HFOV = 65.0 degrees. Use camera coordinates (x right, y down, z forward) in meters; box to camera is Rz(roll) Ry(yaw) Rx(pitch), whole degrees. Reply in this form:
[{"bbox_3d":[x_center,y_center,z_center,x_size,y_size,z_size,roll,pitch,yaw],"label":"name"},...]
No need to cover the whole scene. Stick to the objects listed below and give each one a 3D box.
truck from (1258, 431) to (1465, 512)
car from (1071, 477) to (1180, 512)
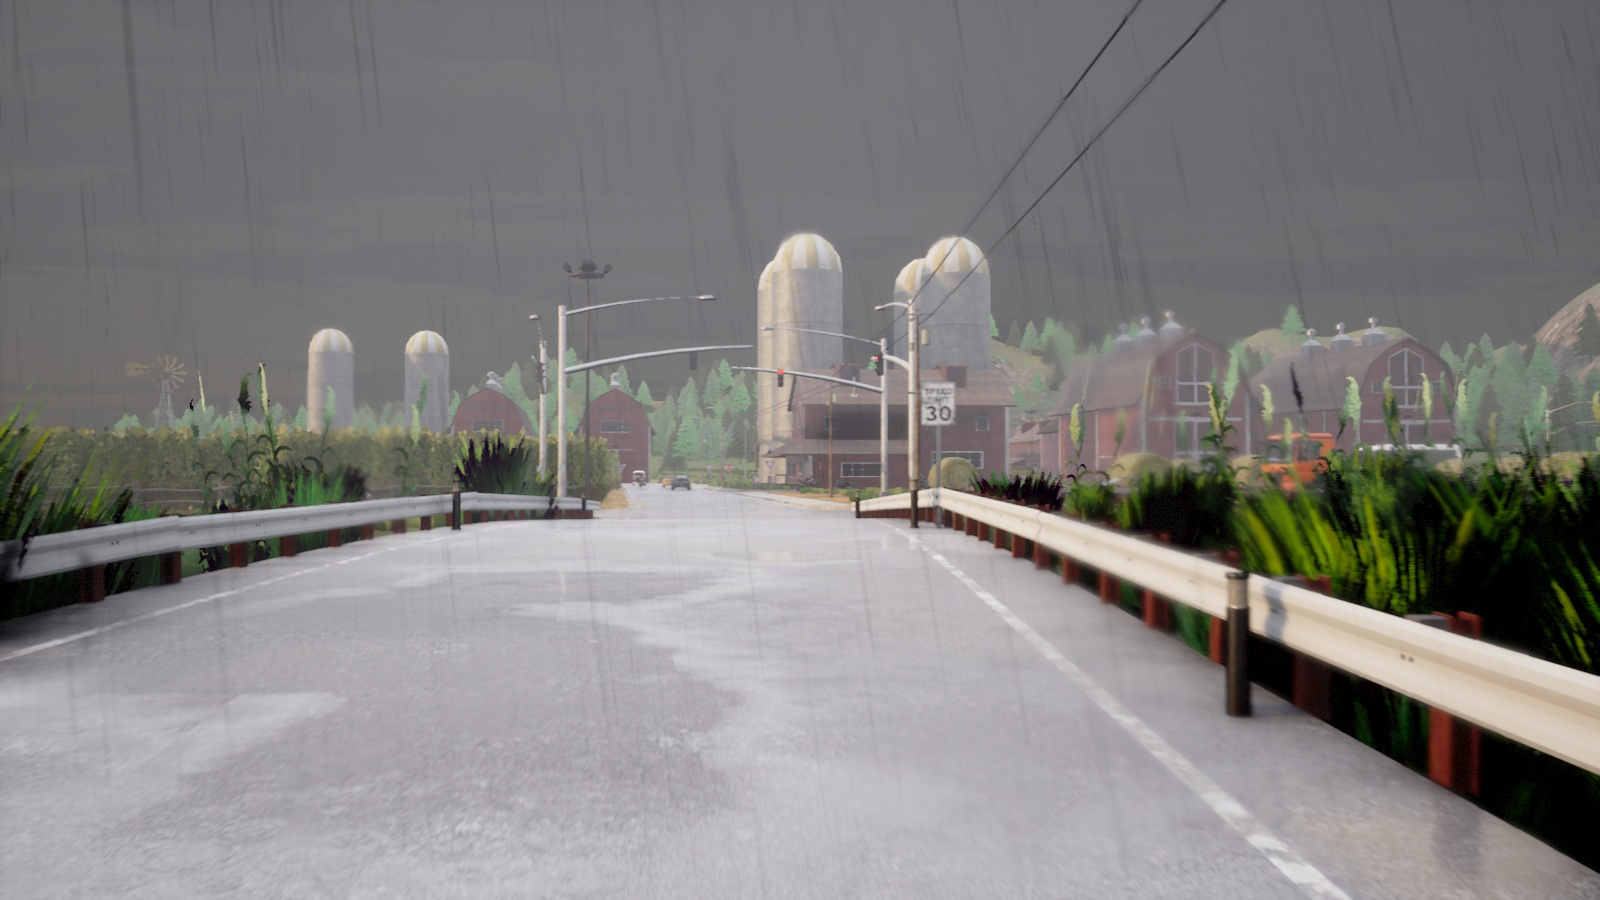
[{"bbox_3d":[24.786,0.952,55.592,7.936,3.462,2.891,0,-1,-5],"label":"truck"},{"bbox_3d":[14.125,1.931,54.587,4.193,1.474,1.816,0,-1,-5],"label":"car"}]
